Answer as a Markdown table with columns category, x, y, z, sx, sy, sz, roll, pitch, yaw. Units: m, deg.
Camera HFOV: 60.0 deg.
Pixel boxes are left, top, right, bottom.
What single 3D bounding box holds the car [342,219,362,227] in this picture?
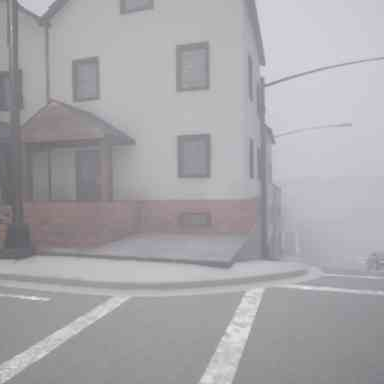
| category | x | y | z | sx | sy | sz | roll | pitch | yaw |
| --- | --- | --- | --- | --- | --- | --- | --- | --- | --- |
| car | 38.522 | 7.394 | 80.207 | 2.038 | 1.542 | 4.974 | -2 | 1 | -44 |

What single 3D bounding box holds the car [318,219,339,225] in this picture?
| category | x | y | z | sx | sy | sz | roll | pitch | yaw |
| --- | --- | --- | --- | --- | --- | --- | --- | --- | --- |
| car | 33.211 | 7.301 | 81.068 | 4.536 | 1.218 | 1.853 | -1 | 1 | -19 |

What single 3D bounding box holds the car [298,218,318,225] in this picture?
| category | x | y | z | sx | sy | sz | roll | pitch | yaw |
| --- | --- | --- | --- | --- | --- | --- | --- | --- | --- |
| car | 28.735 | 7.342 | 82.460 | 1.853 | 1.218 | 4.536 | -1 | 1 | -29 |

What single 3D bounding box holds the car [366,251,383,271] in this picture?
| category | x | y | z | sx | sy | sz | roll | pitch | yaw |
| --- | --- | --- | --- | --- | --- | --- | --- | --- | --- |
| car | 14.480 | 5.261 | 25.121 | 1.837 | 1.490 | 4.892 | -1 | -13 | 17 |

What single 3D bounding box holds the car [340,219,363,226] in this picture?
| category | x | y | z | sx | sy | sz | roll | pitch | yaw |
| --- | --- | --- | --- | --- | --- | --- | --- | --- | --- |
| car | 38.484 | 7.237 | 80.242 | 1.853 | 1.218 | 4.536 | -2 | 1 | -44 |

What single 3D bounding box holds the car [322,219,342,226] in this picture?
| category | x | y | z | sx | sy | sz | roll | pitch | yaw |
| --- | --- | --- | --- | --- | --- | --- | --- | --- | --- |
| car | 33.164 | 7.459 | 81.054 | 4.974 | 1.542 | 2.038 | -1 | 1 | -19 |

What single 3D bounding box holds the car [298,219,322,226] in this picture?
| category | x | y | z | sx | sy | sz | roll | pitch | yaw |
| --- | --- | --- | --- | --- | --- | --- | --- | --- | --- |
| car | 28.763 | 7.500 | 82.417 | 2.038 | 1.542 | 4.974 | -1 | 1 | -29 |
